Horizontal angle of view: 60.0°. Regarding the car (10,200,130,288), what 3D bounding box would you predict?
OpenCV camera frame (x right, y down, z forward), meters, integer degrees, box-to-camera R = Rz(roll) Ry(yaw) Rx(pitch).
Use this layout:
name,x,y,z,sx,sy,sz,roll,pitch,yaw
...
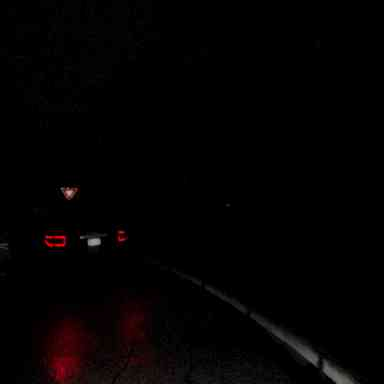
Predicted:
name,x,y,z,sx,sy,sz,roll,pitch,yaw
car,-3.772,1.252,9.729,2.150,2.045,5.566,0,0,-35
